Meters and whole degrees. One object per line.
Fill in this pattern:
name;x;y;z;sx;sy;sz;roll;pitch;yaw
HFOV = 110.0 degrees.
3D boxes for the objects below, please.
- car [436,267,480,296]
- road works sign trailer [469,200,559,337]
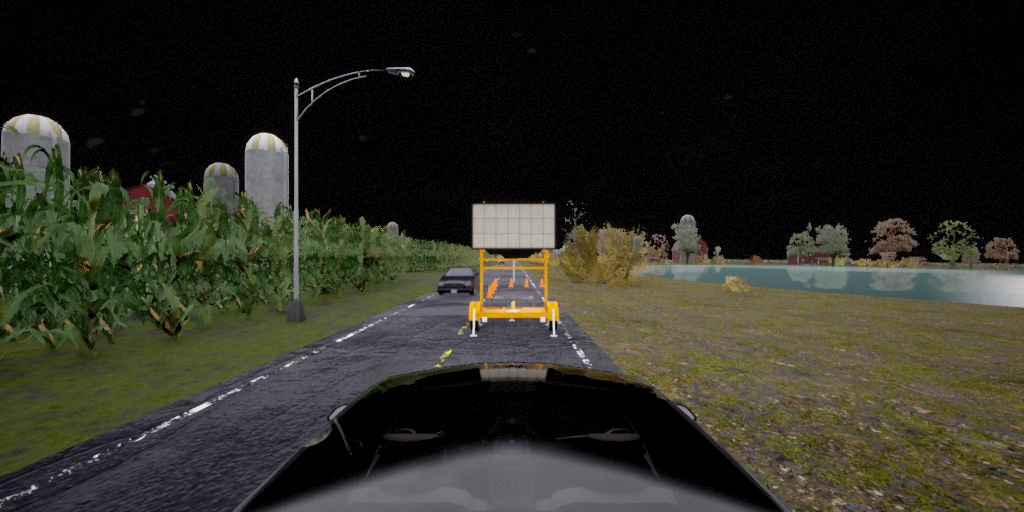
car;-2.751;1.309;19.734;2.033;1.411;5.357;0;0;0
road works sign trailer;0.051;0.217;10.295;2.380;3.560;2.880;0;0;0
